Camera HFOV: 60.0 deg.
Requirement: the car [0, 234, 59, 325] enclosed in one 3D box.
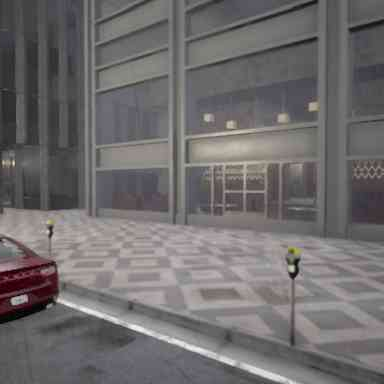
[{"bbox_3d":[-4.303,1.401,6.134,4.507,1.381,1.887,1,2,36],"label":"car"}]
